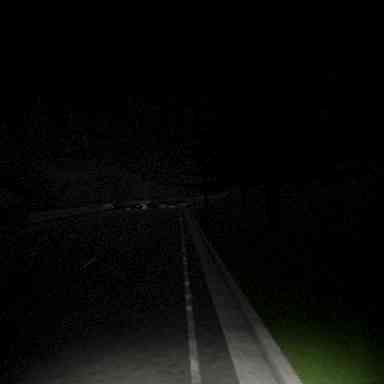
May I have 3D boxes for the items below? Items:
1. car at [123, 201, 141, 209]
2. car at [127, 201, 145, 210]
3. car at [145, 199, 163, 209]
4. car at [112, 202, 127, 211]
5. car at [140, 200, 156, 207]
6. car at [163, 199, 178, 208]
[{"bbox_3d":[-13.739,3.016,76.553,2.128,1.511,4.902,-4,0,14],"label":"car"},{"bbox_3d":[-10.975,2.828,65.607,1.895,1.301,4.718,-4,0,0],"label":"car"},{"bbox_3d":[-7.485,2.453,65.587,1.882,1.535,5.008,-4,-1,1],"label":"car"},{"bbox_3d":[-14.670,2.853,66.680,2.097,1.767,4.553,-4,0,0],"label":"car"},{"bbox_3d":[-10.160,2.686,76.679,1.895,1.301,4.718,-4,0,14],"label":"car"},{"bbox_3d":[-3.992,2.251,65.822,1.812,1.442,4.674,-4,-1,0],"label":"car"}]
